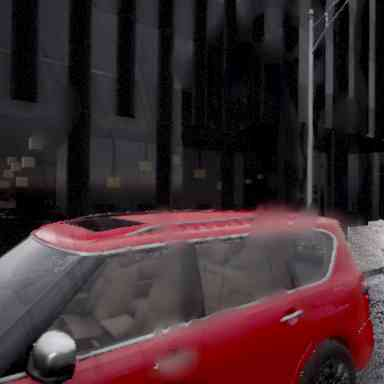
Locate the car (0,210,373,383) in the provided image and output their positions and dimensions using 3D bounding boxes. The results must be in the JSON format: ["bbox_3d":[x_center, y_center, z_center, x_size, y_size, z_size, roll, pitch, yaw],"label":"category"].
[{"bbox_3d":[-0.621,1.231,2.930,5.566,2.045,2.150,1,0,-35],"label":"car"}]
